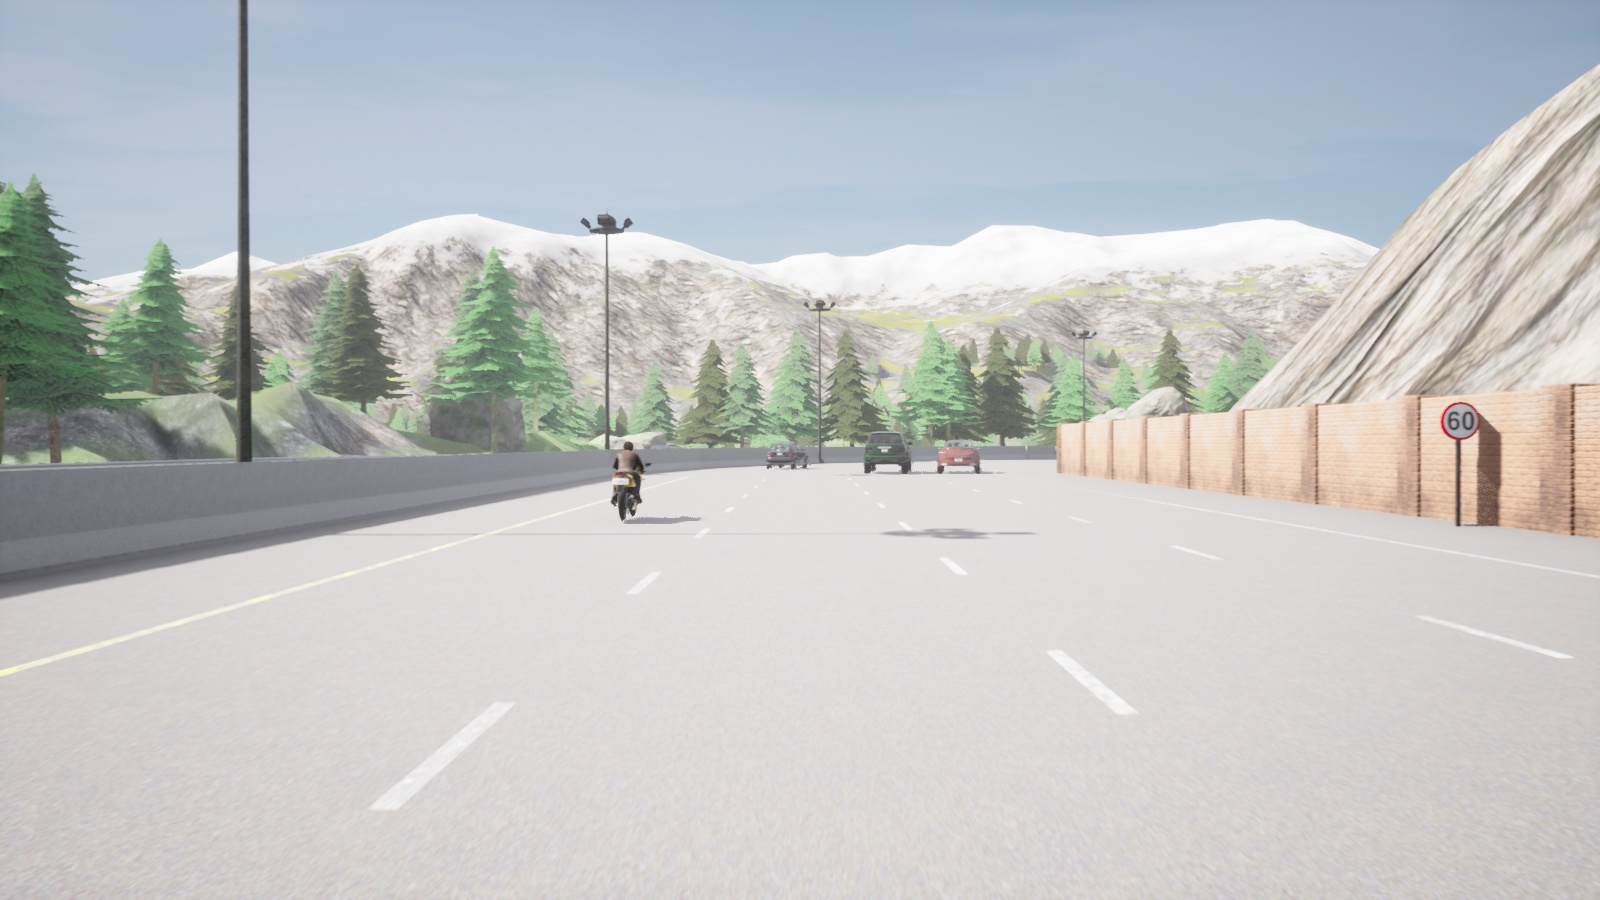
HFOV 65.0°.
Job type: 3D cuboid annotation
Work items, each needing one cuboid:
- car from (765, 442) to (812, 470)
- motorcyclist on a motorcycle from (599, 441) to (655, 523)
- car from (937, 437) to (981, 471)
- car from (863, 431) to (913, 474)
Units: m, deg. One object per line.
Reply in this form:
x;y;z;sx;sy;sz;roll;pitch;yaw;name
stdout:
-0.660;0.315;72.595;1.789;1.549;3.705;0;0;15;car
-3.349;0.588;24.489;0.797;1.523;2.044;0;1;0;motorcyclist on a motorcycle
8.078;0.173;63.527;2.152;1.651;5.027;0;0;8;car
4.466;0.113;63.219;2.150;2.045;5.566;0;0;8;car
